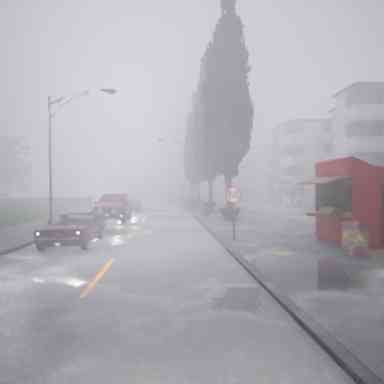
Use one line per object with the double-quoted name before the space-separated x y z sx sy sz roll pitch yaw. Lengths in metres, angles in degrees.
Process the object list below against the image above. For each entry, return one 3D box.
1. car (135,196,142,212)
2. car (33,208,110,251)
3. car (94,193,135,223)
"car" -6.566 1.465 36.194 1.895 1.301 4.718 -1 0 -4
"car" -5.056 1.586 14.319 1.895 1.301 4.718 -1 0 -4
"car" -5.800 1.150 24.695 2.150 2.045 5.566 -1 0 -4
